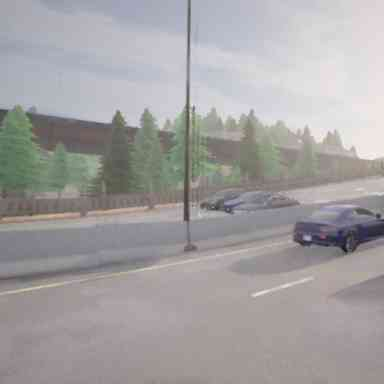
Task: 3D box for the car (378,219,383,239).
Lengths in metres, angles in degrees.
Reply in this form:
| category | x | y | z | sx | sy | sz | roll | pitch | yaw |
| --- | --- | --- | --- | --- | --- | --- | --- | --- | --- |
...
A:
| category | x | y | z | sx | sy | sz | roll | pitch | yaw |
| --- | --- | --- | --- | --- | --- | --- | --- | --- | --- |
| car | 7.153 | 1.280 | 8.855 | 4.718 | 1.301 | 1.895 | -4 | 2 | -35 |

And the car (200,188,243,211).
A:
| category | x | y | z | sx | sy | sz | roll | pitch | yaw |
| --- | --- | --- | --- | --- | --- | --- | --- | --- | --- |
| car | 2.823 | 0.559 | 27.507 | 4.553 | 1.767 | 2.097 | -6 | 3 | -35 |

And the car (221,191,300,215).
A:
| category | x | y | z | sx | sy | sz | roll | pitch | yaw |
| --- | --- | --- | --- | --- | --- | --- | --- | --- | --- |
| car | 4.501 | 0.914 | 20.106 | 4.902 | 1.511 | 2.128 | -5 | 3 | -35 |

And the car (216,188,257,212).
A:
| category | x | y | z | sx | sy | sz | roll | pitch | yaw |
| --- | --- | --- | --- | --- | --- | --- | --- | --- | --- |
| car | 4.491 | 0.720 | 24.398 | 5.008 | 1.535 | 1.882 | -5 | 3 | -35 |

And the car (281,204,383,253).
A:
| category | x | y | z | sx | sy | sz | roll | pitch | yaw |
| --- | --- | --- | --- | --- | --- | --- | --- | --- | --- |
| car | 5.573 | 1.176 | 12.028 | 4.674 | 1.442 | 1.812 | -4 | 2 | -35 |
